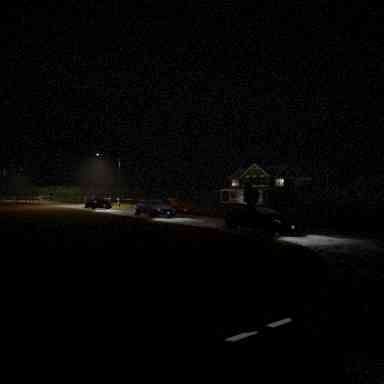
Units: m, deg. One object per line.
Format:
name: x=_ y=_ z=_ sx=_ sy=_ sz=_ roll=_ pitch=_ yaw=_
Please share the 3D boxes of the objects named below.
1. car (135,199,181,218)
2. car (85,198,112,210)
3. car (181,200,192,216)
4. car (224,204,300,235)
car: x=-3.194 y=1.351 z=27.935 sx=1.812 sy=1.442 sz=4.674 roll=2 pitch=-1 yaw=-36
car: x=-10.923 y=1.347 z=38.699 sx=1.994 sy=1.385 sz=4.181 roll=2 pitch=-1 yaw=-36
car: x=-1.999 y=1.364 z=31.113 sx=1.882 sy=1.535 sz=5.008 roll=2 pitch=-1 yaw=-35
car: x=3.653 y=1.423 z=18.154 sx=1.812 sy=1.442 sz=4.674 roll=2 pitch=-1 yaw=-33
